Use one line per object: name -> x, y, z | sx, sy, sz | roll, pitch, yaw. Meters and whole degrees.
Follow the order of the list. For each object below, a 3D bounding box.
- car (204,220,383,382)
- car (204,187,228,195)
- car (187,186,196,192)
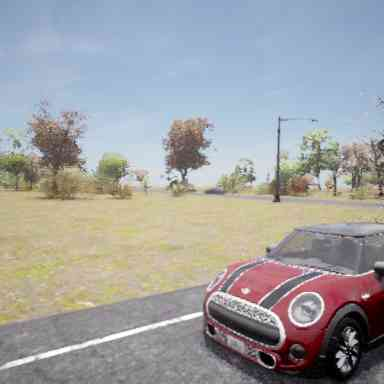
car -> 2.384, 1.349, 5.574 | 4.553, 1.767, 2.097 | 0, 0, -36
car -> 4.627, -0.213, 63.935 | 2.033, 1.411, 5.357 | 0, 2, -36
car -> -0.958, -0.619, 71.732 | 1.994, 1.385, 4.181 | 0, 2, -36
